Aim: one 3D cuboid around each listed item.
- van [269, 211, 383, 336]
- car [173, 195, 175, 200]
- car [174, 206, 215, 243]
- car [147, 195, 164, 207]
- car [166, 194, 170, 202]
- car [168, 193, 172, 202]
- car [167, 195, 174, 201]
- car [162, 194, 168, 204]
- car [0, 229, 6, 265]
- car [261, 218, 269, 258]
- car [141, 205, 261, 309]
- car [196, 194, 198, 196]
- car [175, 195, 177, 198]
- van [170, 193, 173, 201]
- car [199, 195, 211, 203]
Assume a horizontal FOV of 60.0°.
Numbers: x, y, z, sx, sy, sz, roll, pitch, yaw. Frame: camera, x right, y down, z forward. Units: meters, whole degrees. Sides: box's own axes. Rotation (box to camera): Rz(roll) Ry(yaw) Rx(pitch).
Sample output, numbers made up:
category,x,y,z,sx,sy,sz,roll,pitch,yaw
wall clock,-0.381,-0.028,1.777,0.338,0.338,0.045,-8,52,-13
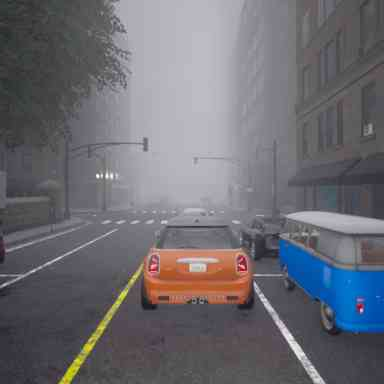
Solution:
category,x,y,z,sx,sy,sz,roll,pitch,yaw
van,2.855,1.340,6.443,1.690,1.788,3.998,0,0,0
car,-5.686,1.523,77.344,2.008,1.369,4.403,0,0,0
car,0.098,1.521,16.997,1.812,1.442,4.674,0,0,0
car,-5.680,1.498,49.920,1.752,1.417,4.829,0,0,0
car,-5.683,1.514,60.992,1.887,1.381,4.507,0,0,0
car,-5.684,1.514,66.443,1.887,1.381,4.507,0,0,0
car,-5.689,1.503,88.076,1.752,1.417,4.829,0,0,0
car,-5.681,1.521,55.541,2.008,1.369,4.403,0,0,0
car,-5.670,1.314,6.401,2.192,1.841,5.009,0,0,0
car,2.854,1.563,12.104,1.947,1.339,4.313,0,0,0
car,0.100,1.351,7.997,2.097,1.767,4.553,0,0,0
car,2.835,1.506,93.893,1.752,1.417,4.829,0,0,0
car,-5.688,1.289,82.795,2.192,1.841,5.009,0,0,0
van,-5.686,1.311,71.893,1.690,1.788,3.998,0,0,0
car,2.841,1.410,66.480,1.967,1.590,4.097,0,0,0
